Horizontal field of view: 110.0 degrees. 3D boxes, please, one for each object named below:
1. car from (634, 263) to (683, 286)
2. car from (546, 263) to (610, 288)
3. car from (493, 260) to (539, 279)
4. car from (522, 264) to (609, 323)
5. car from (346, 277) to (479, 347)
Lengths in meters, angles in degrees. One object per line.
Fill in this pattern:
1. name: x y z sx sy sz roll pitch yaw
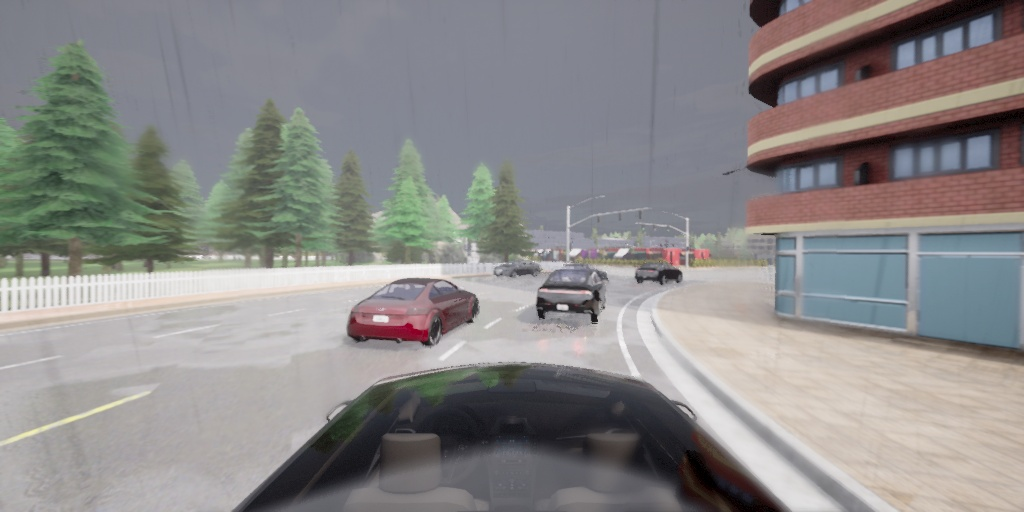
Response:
1. car: 10.374 1.210 25.192 2.128 1.511 4.902 0 -1 44
2. car: 4.552 1.208 23.993 2.033 1.411 5.357 1 0 38
3. car: 0.477 1.104 30.504 2.128 1.511 4.902 1 0 41
4. car: 2.142 1.195 12.098 2.128 1.511 4.902 1 0 18
5. car: -2.270 1.242 9.280 1.994 1.385 4.181 1 0 12
